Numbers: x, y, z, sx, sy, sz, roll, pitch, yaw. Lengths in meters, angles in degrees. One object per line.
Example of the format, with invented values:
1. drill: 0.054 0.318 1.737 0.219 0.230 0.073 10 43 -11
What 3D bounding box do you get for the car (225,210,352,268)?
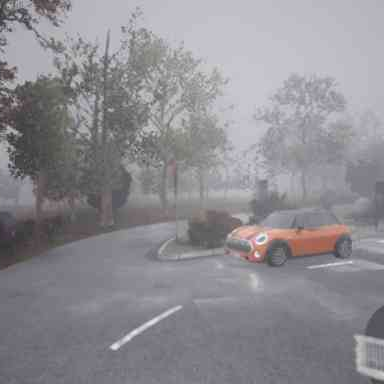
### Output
1. car: 3.407 1.449 11.716 4.553 1.767 2.097 0 -1 -28
